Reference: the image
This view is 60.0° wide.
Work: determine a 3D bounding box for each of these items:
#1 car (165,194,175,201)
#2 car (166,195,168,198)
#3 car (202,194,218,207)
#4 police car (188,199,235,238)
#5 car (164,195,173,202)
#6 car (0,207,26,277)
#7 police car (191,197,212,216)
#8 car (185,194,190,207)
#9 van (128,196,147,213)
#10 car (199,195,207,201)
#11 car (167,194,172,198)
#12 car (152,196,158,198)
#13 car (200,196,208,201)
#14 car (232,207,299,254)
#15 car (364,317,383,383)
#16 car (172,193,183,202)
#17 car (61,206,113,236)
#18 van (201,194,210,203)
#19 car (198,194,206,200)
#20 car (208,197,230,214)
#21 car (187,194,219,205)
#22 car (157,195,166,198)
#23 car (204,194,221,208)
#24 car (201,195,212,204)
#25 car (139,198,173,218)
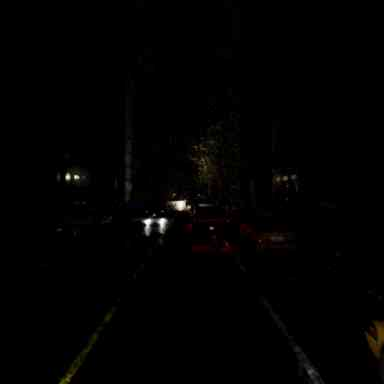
[{"bbox_3d":[-5.739,1.335,86.398,2.192,1.841,5.009,0,0,0],"label":"car"},{"bbox_3d":[-5.715,1.521,58.204,1.887,1.381,4.507,0,0,0],"label":"car"},{"bbox_3d":[2.815,1.286,52.559,2.192,1.841,5.009,0,0,0],"label":"car"},{"bbox_3d":[0.885,1.403,17.504,1.930,1.638,5.238,0,0,0],"label":"police car"},{"bbox_3d":[-5.734,1.530,80.590,1.752,1.417,4.829,0,0,0],"label":"car"},{"bbox_3d":[-5.673,1.308,7.456,2.192,1.841,5.009,0,0,0],"label":"car"},{"bbox_3d":[0.872,1.388,33.505,1.930,1.638,5.238,0,0,0],"label":"police car"},{"bbox_3d":[-0.039,1.495,50.894,1.812,1.442,4.674,0,0,0],"label":"car"},{"bbox_3d":[-5.695,1.303,35.649,1.690,1.788,3.998,0,0,0],"label":"van"},{"bbox_3d":[2.786,1.585,86.395,1.947,1.339,4.313,0,0,0],"label":"car"},{"bbox_3d":[-5.724,1.570,69.483,1.802,1.307,4.206,0,0,0],"label":"car"},{"bbox_3d":[-5.701,1.528,41.287,1.947,1.339,4.313,0,0,0],"label":"car"},{"bbox_3d":[2.791,1.586,80.757,1.802,1.307,4.206,0,0,0],"label":"car"},{"bbox_3d":[2.855,1.509,13.286,1.752,1.417,4.829,0,0,1],"label":"car"},{"bbox_3d":[2.858,1.523,1.973,1.752,1.417,4.829,0,0,0],"label":"car"},{"bbox_3d":[-3.060,1.292,72.319,2.097,1.767,4.553,0,0,0],"label":"car"},{"bbox_3d":[-5.682,1.503,18.524,1.752,1.417,4.829,0,0,1],"label":"car"},{"bbox_3d":[2.802,1.329,69.478,1.690,1.788,3.998,0,0,0],"label":"van"},{"bbox_3d":[2.782,1.352,92.036,2.192,1.841,5.009,0,0,0],"label":"car"},{"bbox_3d":[2.830,1.402,35.640,1.967,1.590,4.097,0,0,0],"label":"car"},{"bbox_3d":[0.877,1.317,27.365,2.097,1.767,4.553,0,0,0],"label":"car"},{"bbox_3d":[-5.710,1.411,52.566,1.967,1.590,4.097,0,0,0],"label":"car"},{"bbox_3d":[2.820,1.281,46.920,2.192,1.841,5.009,0,0,0],"label":"car"},{"bbox_3d":[2.806,1.422,63.838,1.967,1.590,4.097,0,0,0],"label":"car"},{"bbox_3d":[-3.124,1.511,30.221,2.033,1.411,5.357,0,0,0],"label":"car"}]
